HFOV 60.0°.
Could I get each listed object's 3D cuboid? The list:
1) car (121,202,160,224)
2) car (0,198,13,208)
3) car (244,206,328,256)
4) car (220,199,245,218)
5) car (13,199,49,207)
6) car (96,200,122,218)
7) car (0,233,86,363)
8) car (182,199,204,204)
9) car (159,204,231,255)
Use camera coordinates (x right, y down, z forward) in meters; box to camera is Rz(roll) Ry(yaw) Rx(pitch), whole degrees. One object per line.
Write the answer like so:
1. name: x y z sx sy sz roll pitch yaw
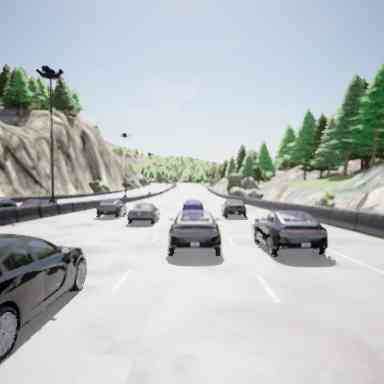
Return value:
1. car: -3.407 1.475 24.000 2.033 1.411 5.357 0 0 0
2. car: -21.099 1.381 36.199 2.128 1.511 4.902 0 0 0
3. car: 3.597 1.453 12.904 2.128 1.511 4.902 0 0 0
4. car: 3.592 1.417 29.073 1.837 1.490 4.892 0 0 0
5. car: -17.599 1.451 37.158 1.994 1.385 4.181 0 0 0
6. car: -6.908 1.404 28.981 2.128 1.511 4.902 0 0 0
7. car: -3.402 1.460 5.824 1.882 1.535 5.008 0 0 0
8. car: 0.092 1.386 30.512 1.882 1.535 5.008 0 0 0
9. car: 0.096 1.452 13.025 2.128 1.511 4.902 0 0 0
